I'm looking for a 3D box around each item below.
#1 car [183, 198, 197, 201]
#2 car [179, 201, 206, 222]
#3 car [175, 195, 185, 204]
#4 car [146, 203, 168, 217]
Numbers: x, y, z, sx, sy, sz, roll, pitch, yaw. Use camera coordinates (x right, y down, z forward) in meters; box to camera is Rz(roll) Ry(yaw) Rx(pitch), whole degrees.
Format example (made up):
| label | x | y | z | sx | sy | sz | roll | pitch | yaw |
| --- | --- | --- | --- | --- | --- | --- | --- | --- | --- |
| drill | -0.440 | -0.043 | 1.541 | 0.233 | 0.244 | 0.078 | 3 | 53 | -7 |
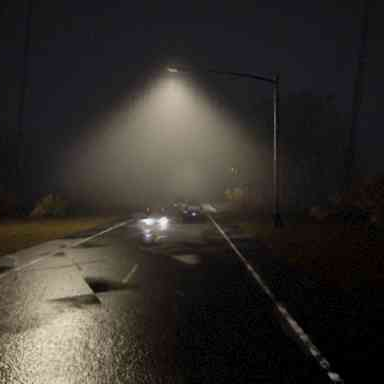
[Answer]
| label | x | y | z | sx | sy | sz | roll | pitch | yaw |
| --- | --- | --- | --- | --- | --- | --- | --- | --- | --- |
| car | 0.129 | 1.796 | 44.205 | 1.812 | 1.442 | 4.674 | 0 | 0 | 0 |
| car | 0.141 | 1.738 | 28.496 | 1.994 | 1.385 | 4.181 | 0 | 0 | -1 |
| car | -2.633 | 1.681 | 75.357 | 2.150 | 2.045 | 5.566 | 0 | 0 | 3 |
| car | -3.552 | 1.811 | 34.500 | 1.895 | 1.301 | 4.718 | 0 | 0 | 0 |
